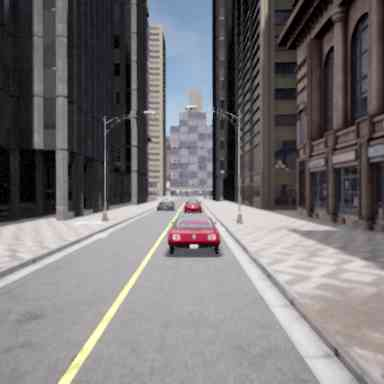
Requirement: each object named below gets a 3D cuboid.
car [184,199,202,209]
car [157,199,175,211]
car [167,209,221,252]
[{"bbox_3d":[0.106,1.520,37.502,1.994,1.385,4.181,0,0,0],"label":"car"},{"bbox_3d":[-2.990,1.526,39.057,1.994,1.385,4.181,0,0,0],"label":"car"},{"bbox_3d":[0.082,1.573,13.614,1.895,1.301,4.718,0,0,0],"label":"car"}]
